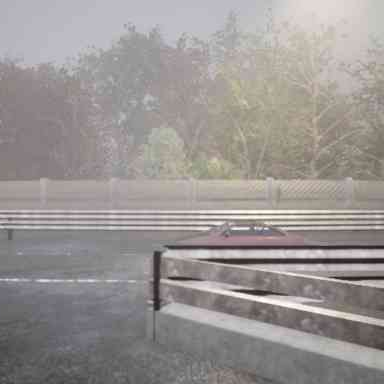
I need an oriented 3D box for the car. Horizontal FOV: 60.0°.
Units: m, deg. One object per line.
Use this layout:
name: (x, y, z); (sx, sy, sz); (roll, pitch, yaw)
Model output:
car: (1.393, 1.554, 10.147); (4.181, 1.385, 1.994); (0, 0, 0)
